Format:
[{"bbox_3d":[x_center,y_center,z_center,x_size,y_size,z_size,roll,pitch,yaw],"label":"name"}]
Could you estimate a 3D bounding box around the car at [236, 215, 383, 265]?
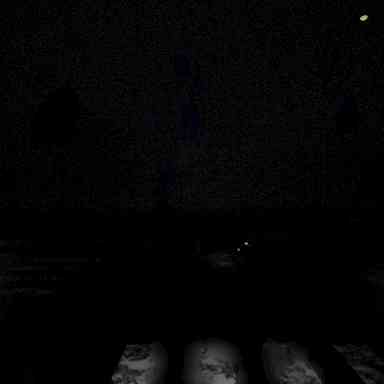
[{"bbox_3d":[4.198,1.480,10.914,5.357,1.411,2.033,0,0,1],"label":"car"}]
